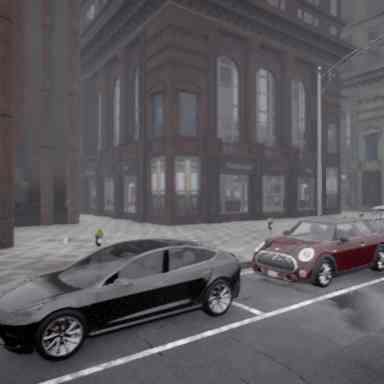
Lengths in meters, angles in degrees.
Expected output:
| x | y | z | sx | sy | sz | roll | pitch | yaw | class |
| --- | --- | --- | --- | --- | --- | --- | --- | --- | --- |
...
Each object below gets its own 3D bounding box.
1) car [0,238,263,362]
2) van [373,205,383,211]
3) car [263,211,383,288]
| x | y | z | sx | sy | sz | roll | pitch | yaw | class |
| --- | --- | --- | --- | --- | --- | --- | --- | --- | --- |
| -1.009 | 1.569 | 5.932 | 4.313 | 1.339 | 1.947 | 0 | 0 | -36 | car |
| 8.167 | 1.361 | 12.481 | 3.998 | 1.788 | 1.690 | 0 | 0 | -36 | van |
| 3.579 | 1.451 | 9.206 | 4.097 | 1.590 | 1.967 | 0 | 0 | -36 | car |
